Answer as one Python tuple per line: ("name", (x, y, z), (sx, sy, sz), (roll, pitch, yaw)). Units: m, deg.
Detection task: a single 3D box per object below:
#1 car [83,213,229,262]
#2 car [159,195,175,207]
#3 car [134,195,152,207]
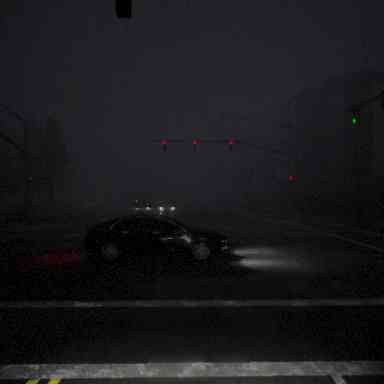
("car", (-1.197, 1.498, 11.415), (4.892, 1.490, 1.837), (0, 0, 0))
("car", (-3.583, 1.281, 48.618), (2.097, 1.767, 4.553), (0, 0, 0))
("car", (-7.083, 1.281, 48.618), (2.097, 1.767, 4.553), (0, 0, 0))
